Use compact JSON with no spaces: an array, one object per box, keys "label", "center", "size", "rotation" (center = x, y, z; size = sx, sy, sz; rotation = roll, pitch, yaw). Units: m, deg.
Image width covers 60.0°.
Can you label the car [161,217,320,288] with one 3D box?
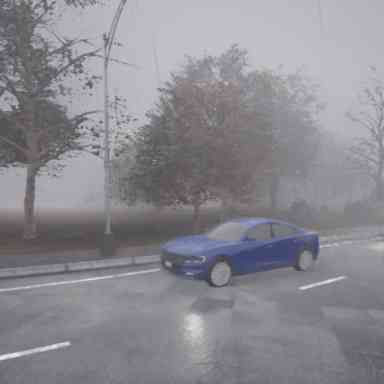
[{"label":"car","center":[1.516,1.492,9.427],"size":[5.008,1.535,1.882],"rotation":[1,0,-34]}]
